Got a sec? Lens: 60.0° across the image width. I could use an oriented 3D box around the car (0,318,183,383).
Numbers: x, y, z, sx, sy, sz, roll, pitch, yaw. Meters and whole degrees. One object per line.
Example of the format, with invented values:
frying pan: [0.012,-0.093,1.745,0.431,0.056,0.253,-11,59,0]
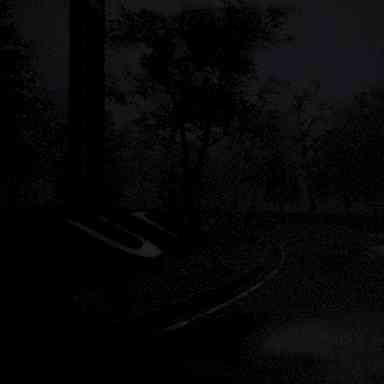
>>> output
car: [-2.275,1.516,1.880,4.902,1.511,2.128,1,-1,-35]
